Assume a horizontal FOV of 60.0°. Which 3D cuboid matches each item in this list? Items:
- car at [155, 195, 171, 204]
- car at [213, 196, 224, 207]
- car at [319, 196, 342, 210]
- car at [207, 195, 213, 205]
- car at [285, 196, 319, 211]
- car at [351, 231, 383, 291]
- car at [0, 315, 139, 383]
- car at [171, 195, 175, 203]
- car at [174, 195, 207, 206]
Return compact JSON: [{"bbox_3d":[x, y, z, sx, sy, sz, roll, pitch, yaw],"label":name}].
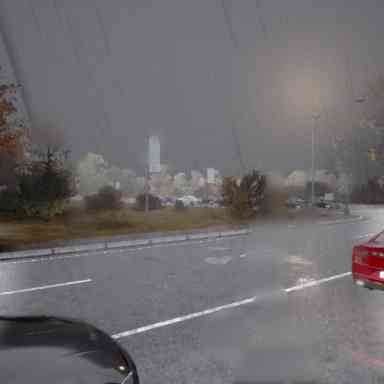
[{"bbox_3d":[-6.303,1.325,58.974,1.812,1.442,4.674,-1,0,-39],"label":"car"},{"bbox_3d":[5.399,1.143,44.285,2.097,1.767,4.553,-1,0,-39],"label":"car"},{"bbox_3d":[14.713,1.247,38.268,2.128,1.511,4.902,-1,0,-39],"label":"car"},{"bbox_3d":[2.666,1.256,53.307,2.128,1.511,4.902,-1,0,-39],"label":"car"},{"bbox_3d":[11.099,1.278,37.168,2.128,1.511,4.902,-1,0,-39],"label":"car"},{"bbox_3d":[5.776,1.445,7.856,5.008,1.535,1.882,0,0,-35],"label":"car"},{"bbox_3d":[-2.647,1.492,1.839,4.902,1.511,2.128,0,0,-36],"label":"car"},{"bbox_3d":[-3.828,1.261,61.479,2.128,1.511,4.902,-1,0,-38],"label":"car"},{"bbox_3d":[-0.270,1.321,51.366,1.812,1.442,4.674,-1,0,-38],"label":"car"}]
